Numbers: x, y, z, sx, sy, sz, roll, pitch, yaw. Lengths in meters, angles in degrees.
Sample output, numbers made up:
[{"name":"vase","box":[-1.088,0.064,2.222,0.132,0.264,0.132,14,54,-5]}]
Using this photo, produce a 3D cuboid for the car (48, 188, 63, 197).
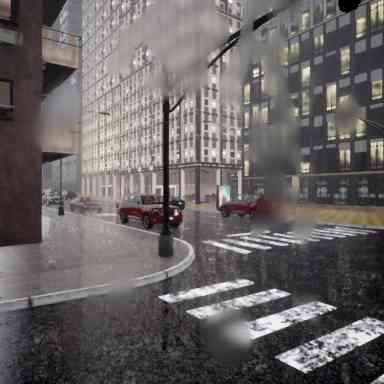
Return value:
[{"name":"car","box":[-28.413,0.098,69.165,1.967,1.590,4.097,1,0,-36]}]

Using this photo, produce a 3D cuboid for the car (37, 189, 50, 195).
[{"name":"car","box":[-34.935,-0.011,78.143,1.887,1.381,4.507,1,0,-36]}]

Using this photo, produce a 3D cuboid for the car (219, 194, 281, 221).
[{"name":"car","box":[4.182,1.027,24.278,2.192,1.841,5.009,1,0,-36]}]

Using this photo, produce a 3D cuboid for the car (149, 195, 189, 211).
[{"name":"car","box":[-2.342,1.070,33.256,1.947,1.339,4.313,1,0,-36]}]

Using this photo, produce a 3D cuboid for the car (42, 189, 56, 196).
[{"name":"car","box":[-31.675,0.096,73.654,1.887,1.381,4.507,1,0,-36]}]

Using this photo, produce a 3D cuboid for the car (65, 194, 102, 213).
[{"name":"car","box":[-9.086,1.067,28.282,1.802,1.307,4.206,2,0,-36]}]

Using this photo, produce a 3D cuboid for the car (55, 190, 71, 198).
[{"name":"car","box":[-25.157,0.309,64.677,1.887,1.381,4.507,1,0,-36]}]

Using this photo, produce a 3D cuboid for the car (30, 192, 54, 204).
[{"name":"car","box":[-18.862,0.752,41.744,1.802,1.307,4.206,2,0,-36]}]

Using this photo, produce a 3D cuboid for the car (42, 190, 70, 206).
[{"name":"car","box":[-15.603,0.826,37.257,2.008,1.369,4.403,2,0,-36]}]

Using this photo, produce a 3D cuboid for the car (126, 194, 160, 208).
[{"name":"car","box":[-5.602,0.965,37.745,1.947,1.339,4.313,1,0,-36]}]

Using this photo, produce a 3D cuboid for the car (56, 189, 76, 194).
[{"name":"car","box":[-19.516,0.516,52.476,1.837,1.490,4.892,0,1,-36]}]

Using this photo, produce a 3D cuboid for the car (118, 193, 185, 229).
[{"name":"car","box":[-2.562,1.008,19.306,2.192,1.841,5.009,2,0,-36]}]
